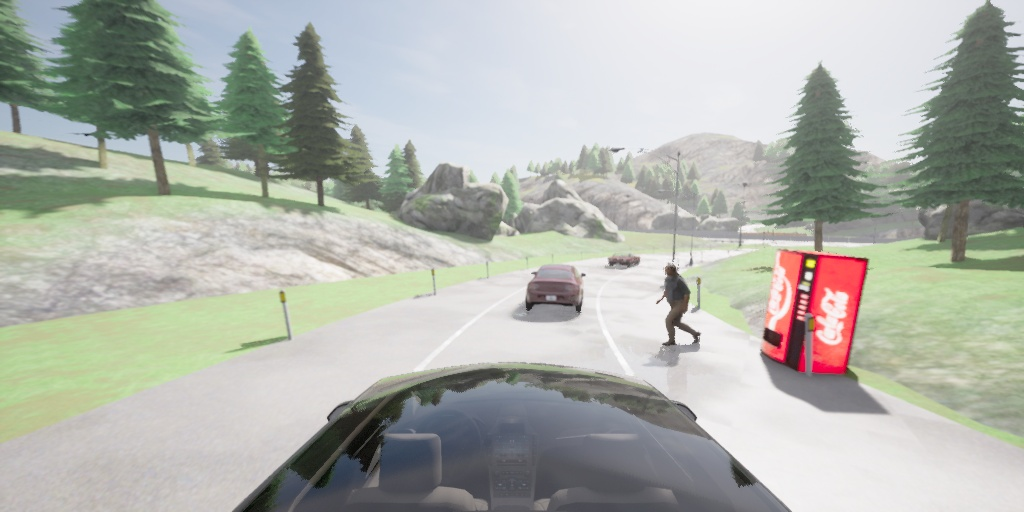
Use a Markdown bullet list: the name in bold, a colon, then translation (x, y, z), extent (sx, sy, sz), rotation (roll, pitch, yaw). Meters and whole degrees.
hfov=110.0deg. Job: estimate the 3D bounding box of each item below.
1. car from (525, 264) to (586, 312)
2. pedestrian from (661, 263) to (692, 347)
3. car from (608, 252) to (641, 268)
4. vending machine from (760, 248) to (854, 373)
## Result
- **car**: translation (1.635, 1.018, 12.873), extent (1.812, 1.442, 4.674), rotation (1, 2, 12)
- **pedestrian**: translation (3.421, 0.967, 7.477), extent (0.375, 1.860, 0.375), rotation (-3, 6, 8)
- **car**: translation (10.478, 0.295, 33.163), extent (1.895, 1.301, 4.718), rotation (4, 5, 33)
- **vending machine**: translation (5.281, 0.909, 6.598), extent (1.100, 2.100, 0.880), rotation (0, 0, 7)
